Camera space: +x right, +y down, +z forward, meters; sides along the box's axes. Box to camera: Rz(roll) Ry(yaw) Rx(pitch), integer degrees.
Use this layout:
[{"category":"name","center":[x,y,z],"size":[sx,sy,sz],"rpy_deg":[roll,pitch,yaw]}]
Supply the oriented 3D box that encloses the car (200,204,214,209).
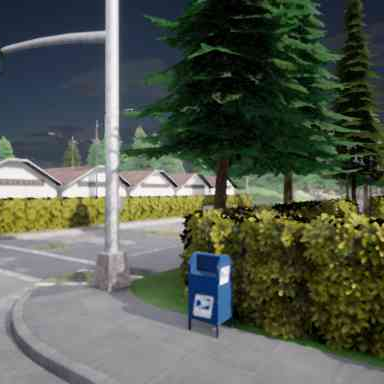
[{"category":"car","center":[1.810,1.730,27.741],"size":[2.033,1.411,5.357],"rpy_deg":[0,0,36]}]
